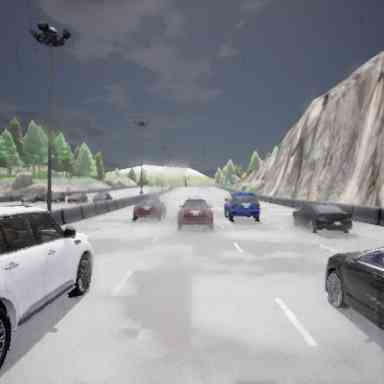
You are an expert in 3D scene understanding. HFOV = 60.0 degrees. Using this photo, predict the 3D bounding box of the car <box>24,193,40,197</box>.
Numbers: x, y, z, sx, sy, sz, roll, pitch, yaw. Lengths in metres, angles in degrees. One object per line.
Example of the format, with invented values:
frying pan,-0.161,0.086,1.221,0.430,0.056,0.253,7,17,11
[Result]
car,-24.221,0.969,50.721,2.128,1.511,4.902,0,1,1

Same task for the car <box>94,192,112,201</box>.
car,-13.720,0.823,50.817,2.097,1.767,4.553,0,1,1

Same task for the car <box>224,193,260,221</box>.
car,3.746,1.074,25.512,2.150,2.045,5.566,0,1,0

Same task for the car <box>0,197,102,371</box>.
car,-3.371,1.209,5.392,2.150,2.045,5.566,0,0,0

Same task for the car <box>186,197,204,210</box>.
car,0.321,1.283,38.659,1.895,1.301,4.718,0,1,0

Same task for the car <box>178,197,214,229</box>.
car,0.220,1.247,21.044,2.097,1.767,4.553,0,1,0

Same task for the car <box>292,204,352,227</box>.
car,7.208,1.391,18.896,1.882,1.535,5.008,0,0,0

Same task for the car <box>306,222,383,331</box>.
car,3.626,1.481,4.896,2.128,1.511,4.902,0,0,0

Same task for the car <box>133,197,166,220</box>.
car,-3.251,1.198,26.173,2.097,1.767,4.553,0,1,0

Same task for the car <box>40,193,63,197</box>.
car,-20.721,0.984,50.707,1.837,1.490,4.892,0,1,1

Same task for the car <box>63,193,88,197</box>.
car,-17.229,0.962,50.225,1.882,1.535,5.008,0,1,1
